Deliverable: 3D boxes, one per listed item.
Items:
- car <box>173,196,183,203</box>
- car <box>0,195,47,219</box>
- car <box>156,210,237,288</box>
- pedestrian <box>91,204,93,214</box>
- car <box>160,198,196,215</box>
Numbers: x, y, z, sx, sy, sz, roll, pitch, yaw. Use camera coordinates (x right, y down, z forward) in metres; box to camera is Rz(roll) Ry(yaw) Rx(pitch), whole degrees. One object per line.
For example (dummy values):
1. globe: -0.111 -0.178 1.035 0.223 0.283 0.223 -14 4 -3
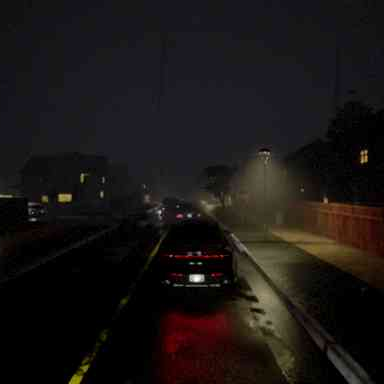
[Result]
1. car: -2.787 1.581 68.825 1.895 1.301 4.718 0 0 0
2. car: -15.016 1.290 27.604 5.566 2.045 2.150 -1 -2 7
3. car: 0.096 1.479 9.155 1.837 1.490 4.892 0 0 0
4. pedestrian: -9.928 1.368 32.867 0.375 1.860 0.375 0 -2 5
5. car: -0.835 1.437 22.833 2.033 1.411 5.357 -1 2 -16
